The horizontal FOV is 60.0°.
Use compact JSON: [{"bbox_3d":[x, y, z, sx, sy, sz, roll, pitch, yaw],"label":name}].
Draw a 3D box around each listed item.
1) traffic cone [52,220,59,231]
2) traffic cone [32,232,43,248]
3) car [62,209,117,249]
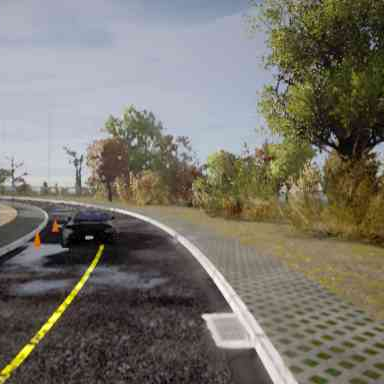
[{"bbox_3d":[-7.248,1.777,17.633,0.340,0.580,0.340,0,1,-17],"label":"traffic cone"},{"bbox_3d":[-6.039,1.844,12.981,0.340,0.580,0.340,0,1,-12],"label":"traffic cone"},{"bbox_3d":[-4.210,1.444,14.069,1.994,1.385,4.181,0,1,-14],"label":"car"}]
